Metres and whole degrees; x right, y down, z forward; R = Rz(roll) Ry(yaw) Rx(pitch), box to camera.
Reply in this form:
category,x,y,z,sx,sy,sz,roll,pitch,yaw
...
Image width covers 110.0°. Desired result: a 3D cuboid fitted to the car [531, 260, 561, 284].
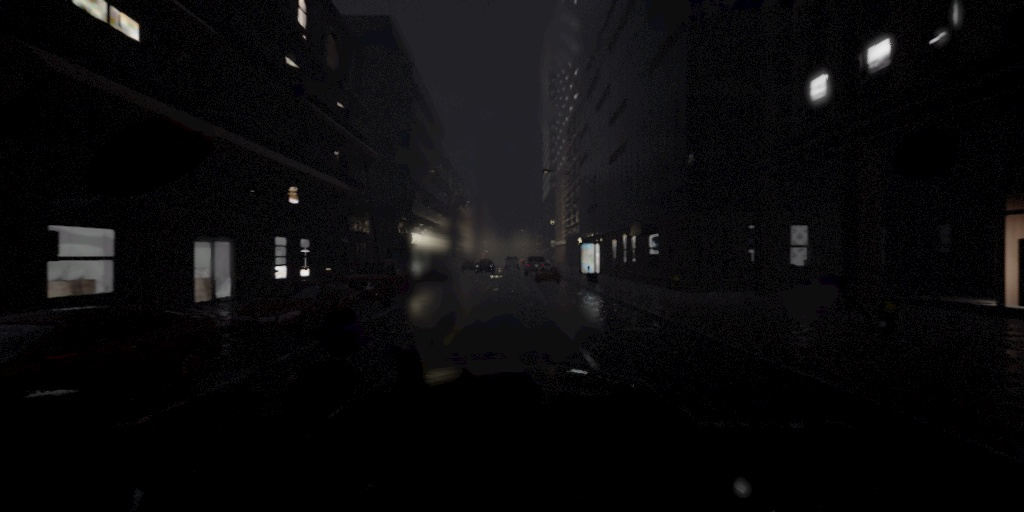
category,x,y,z,sx,sy,sz,roll,pitch,yaw
car,2.689,1.276,27.135,1.751,1.417,4.829,0,0,0

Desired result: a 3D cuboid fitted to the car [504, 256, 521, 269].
category,x,y,z,sx,sy,sz,roll,pitch,yaw
car,-0.001,0.981,55.695,2.150,2.045,5.566,0,0,0

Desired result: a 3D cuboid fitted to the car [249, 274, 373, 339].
category,x,y,z,sx,sy,sz,roll,pitch,yaw
car,-5.691,1.333,10.019,1.802,1.307,4.207,0,0,0

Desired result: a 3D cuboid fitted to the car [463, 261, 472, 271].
category,x,y,z,sx,sy,sz,roll,pitch,yaw
car,-5.693,1.323,49.559,1.948,1.339,4.313,0,0,0

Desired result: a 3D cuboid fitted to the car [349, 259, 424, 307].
category,x,y,z,sx,sy,sz,roll,pitch,yaw
car,-5.692,1.066,15.668,2.192,1.841,5.009,0,0,0

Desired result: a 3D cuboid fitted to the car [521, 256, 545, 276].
category,x,y,z,sx,sy,sz,roll,pitch,yaw
car,2.392,0.980,37.802,2.150,2.045,5.566,0,0,0

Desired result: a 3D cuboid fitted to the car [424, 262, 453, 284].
category,x,y,z,sx,sy,sz,roll,pitch,yaw
car,-5.692,1.191,26.965,1.967,1.591,4.097,0,0,0

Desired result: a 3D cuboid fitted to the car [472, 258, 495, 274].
category,x,y,z,sx,sy,sz,roll,pitch,yaw
car,-3.086,1.105,42.132,2.097,1.767,4.553,0,0,0

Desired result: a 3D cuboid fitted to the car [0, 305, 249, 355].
category,x,y,z,sx,sy,sz,roll,pitch,yaw
car,-5.691,1.332,4.370,1.802,1.307,4.207,0,0,0
